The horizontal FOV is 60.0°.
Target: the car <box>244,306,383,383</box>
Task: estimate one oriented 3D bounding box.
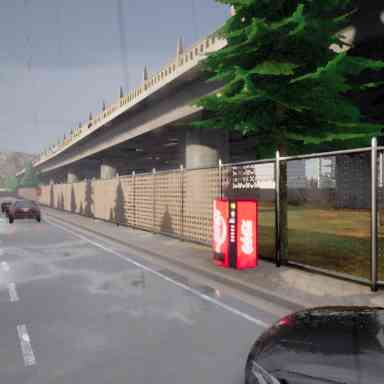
[{"bbox_3d":[2.751,1.493,2.173,4.902,1.511,2.128,0,0,31],"label":"car"}]

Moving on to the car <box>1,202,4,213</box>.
[{"bbox_3d":[-20.280,1.478,37.485,1.882,1.535,5.008,0,0,-32],"label":"car"}]

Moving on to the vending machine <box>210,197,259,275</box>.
[{"bbox_3d":[1.237,1.195,9.664,1.100,2.100,0.880,0,0,-32],"label":"vending machine"}]

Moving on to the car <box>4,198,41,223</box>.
[{"bbox_3d":[-13.213,1.352,25.971,2.097,1.767,4.553,0,0,-32],"label":"car"}]
